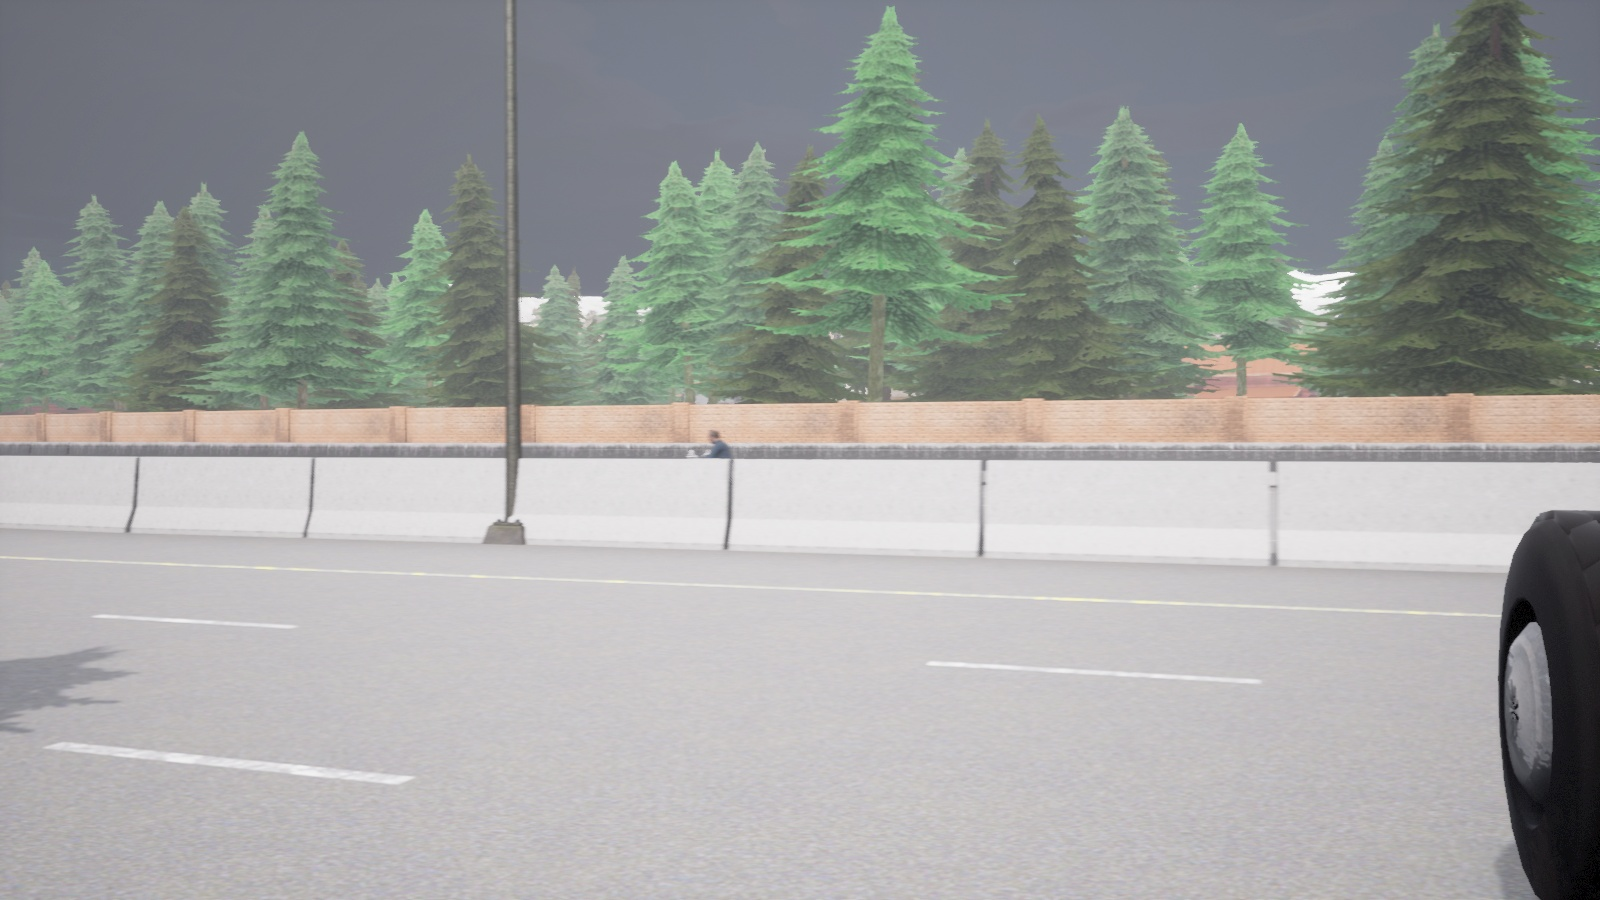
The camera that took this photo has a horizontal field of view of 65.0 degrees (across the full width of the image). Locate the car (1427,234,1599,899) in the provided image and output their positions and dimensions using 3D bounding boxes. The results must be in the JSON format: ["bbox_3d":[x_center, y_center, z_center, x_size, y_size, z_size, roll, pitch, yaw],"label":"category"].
[{"bbox_3d":[3.329,0.602,2.070,3.866,1.878,1.905,1,1,19],"label":"car"}]
